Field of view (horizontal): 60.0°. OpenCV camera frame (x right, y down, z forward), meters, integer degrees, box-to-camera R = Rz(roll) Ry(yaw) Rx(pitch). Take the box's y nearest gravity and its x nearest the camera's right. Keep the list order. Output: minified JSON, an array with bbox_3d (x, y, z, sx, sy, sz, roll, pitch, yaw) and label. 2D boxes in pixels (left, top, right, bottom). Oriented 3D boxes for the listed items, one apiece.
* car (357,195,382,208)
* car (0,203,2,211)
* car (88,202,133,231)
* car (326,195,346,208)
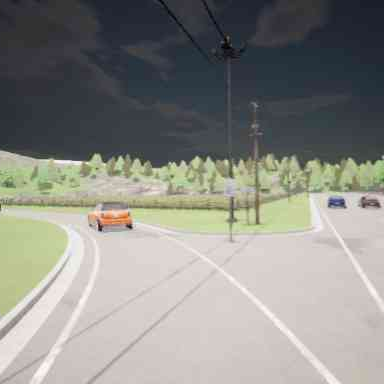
[{"bbox_3d":[20.617,1.117,38.802,1.812,1.442,4.674,-1,0,19],"label":"car"},{"bbox_3d":[-28.650,1.825,47.122,4.553,1.767,2.097,-1,0,44],"label":"car"},{"bbox_3d":[-5.434,1.431,21.637,2.097,1.767,4.553,-1,0,-26],"label":"car"},{"bbox_3d":[17.519,1.124,40.544,1.882,1.535,5.008,-1,0,19],"label":"car"}]
